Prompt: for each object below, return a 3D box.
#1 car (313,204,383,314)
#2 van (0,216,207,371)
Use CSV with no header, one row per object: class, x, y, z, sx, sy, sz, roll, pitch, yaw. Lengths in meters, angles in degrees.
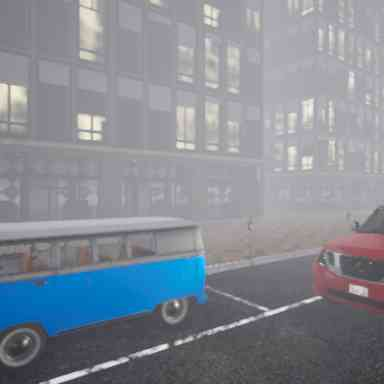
car,4.867,1.194,6.834,5.566,2.045,2.150,0,0,-35
van,-1.643,1.335,5.380,3.998,1.788,1.690,0,0,-35
